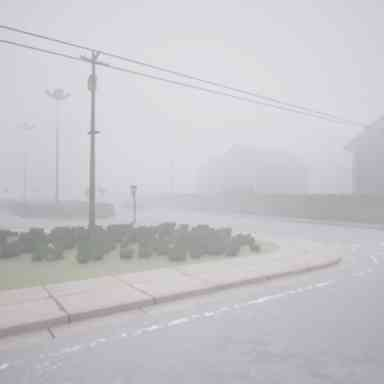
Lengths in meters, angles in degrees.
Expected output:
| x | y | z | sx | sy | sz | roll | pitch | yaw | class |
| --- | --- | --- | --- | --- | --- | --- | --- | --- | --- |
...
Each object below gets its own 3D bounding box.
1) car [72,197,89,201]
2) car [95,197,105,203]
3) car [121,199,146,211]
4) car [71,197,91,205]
| x | y | z | sx | sy | sz | roll | pitch | yaw | class |
| --- | --- | --- | --- | --- | --- | --- | --- | --- | --- |
| -18.088 | 1.679 | 52.847 | 2.128 | 1.511 | 4.902 | 1 | 0 | -36 | car |
| -16.483 | 1.658 | 56.606 | 1.882 | 1.535 | 5.008 | 1 | 0 | -36 | car |
| -7.957 | 1.673 | 44.790 | 2.128 | 1.511 | 4.902 | 1 | 0 | -36 | car |
| -21.099 | 1.678 | 63.005 | 2.128 | 1.511 | 4.902 | 1 | 0 | -36 | car |
